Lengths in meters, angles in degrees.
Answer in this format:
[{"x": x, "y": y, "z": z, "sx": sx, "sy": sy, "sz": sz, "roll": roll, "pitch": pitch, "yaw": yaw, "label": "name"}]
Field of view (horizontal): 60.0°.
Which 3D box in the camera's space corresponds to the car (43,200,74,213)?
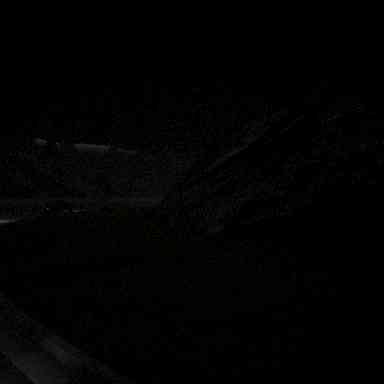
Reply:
[{"x": -15.816, "y": 1.674, "z": 39.514, "sx": 1.812, "sy": 1.442, "sz": 4.674, "roll": 0, "pitch": 0, "yaw": 8, "label": "car"}]
